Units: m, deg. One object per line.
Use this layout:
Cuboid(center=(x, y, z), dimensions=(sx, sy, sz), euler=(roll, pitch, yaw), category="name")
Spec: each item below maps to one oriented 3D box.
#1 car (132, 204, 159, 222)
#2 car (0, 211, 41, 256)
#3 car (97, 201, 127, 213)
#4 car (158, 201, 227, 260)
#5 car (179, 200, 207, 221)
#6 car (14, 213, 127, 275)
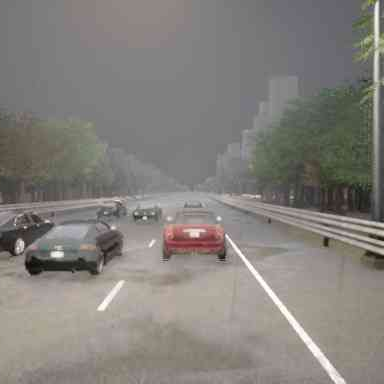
Cuboid(center=(-3.415, 1.595, 26.415), dimensions=(1.895, 1.301, 4.718), euler=(0, 0, 0), category="car")
Cuboid(center=(-6.912, 1.505, 13.002), dimensions=(1.837, 1.490, 4.892), euler=(0, 0, 0), category="car")
Cuboid(center=(-6.909, 1.517, 29.025), dimensions=(1.812, 1.442, 4.674), euler=(0, 0, 0), category="car")
Cuboid(center=(0.086, 1.354, 12.579), dimensions=(2.097, 1.767, 4.553), euler=(0, 0, 0), category="car")
Cuboid(center=(0.089, 1.484, 28.026), dimensions=(2.128, 1.511, 4.902), euler=(0, 0, 0), category="car")
Cuboid(center=(-3.424, 1.564, 10.484), dimensions=(1.994, 1.385, 4.181), euler=(0, 0, 0), category="car")
